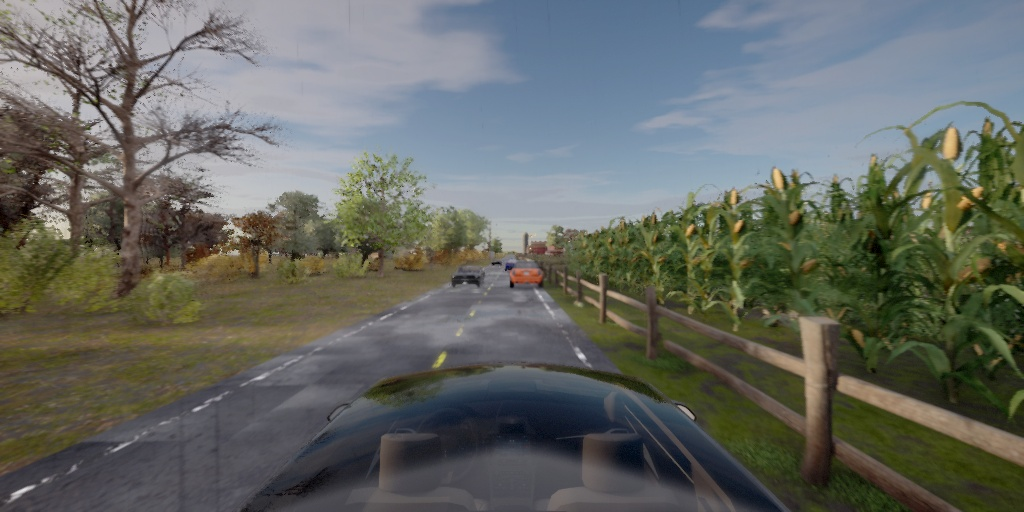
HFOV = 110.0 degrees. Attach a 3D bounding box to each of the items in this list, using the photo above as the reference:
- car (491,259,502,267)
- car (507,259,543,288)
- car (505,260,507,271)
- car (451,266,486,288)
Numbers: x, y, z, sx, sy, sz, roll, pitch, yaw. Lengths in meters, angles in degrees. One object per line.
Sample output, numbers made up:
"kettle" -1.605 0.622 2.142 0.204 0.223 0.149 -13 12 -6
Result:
"car" -2.752 1.216 64.903 1.895 1.301 4.718 0 0 1
"car" 0.907 1.072 23.788 2.097 1.767 4.553 0 0 1
"car" 0.067 1.143 47.970 1.882 1.535 5.008 0 0 0
"car" -2.842 1.321 23.850 1.895 1.301 4.718 0 0 0
